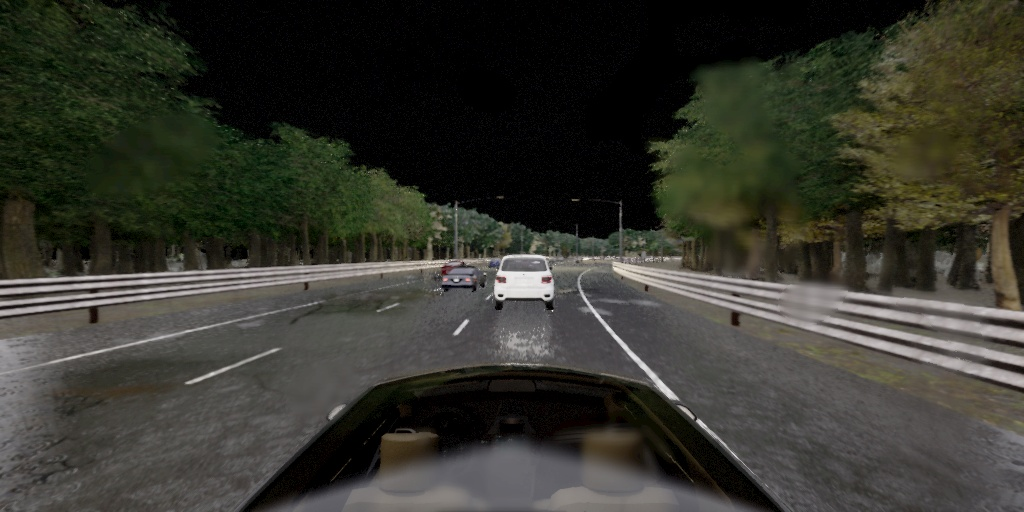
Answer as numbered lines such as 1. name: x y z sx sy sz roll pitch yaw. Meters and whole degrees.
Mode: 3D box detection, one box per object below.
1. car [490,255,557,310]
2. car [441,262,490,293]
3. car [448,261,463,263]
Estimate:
1. car: 0.528 0.975 14.971 2.150 2.045 5.566 0 0 3
2. car: -2.670 1.295 20.986 2.033 1.411 5.357 0 0 4
3. car: -5.197 1.205 33.979 1.882 1.535 5.008 0 0 5
